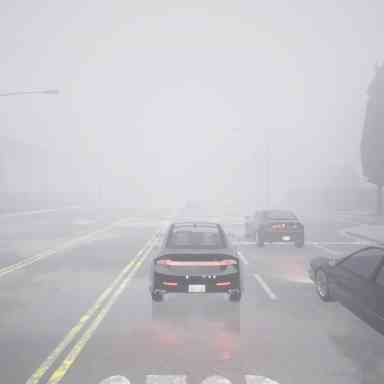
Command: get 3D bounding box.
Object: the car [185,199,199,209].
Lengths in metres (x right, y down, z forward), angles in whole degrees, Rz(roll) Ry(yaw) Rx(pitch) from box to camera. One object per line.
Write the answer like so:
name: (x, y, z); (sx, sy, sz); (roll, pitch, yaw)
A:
car: (0.005, 1.601, 44.120); (1.895, 1.301, 4.718); (0, 0, 0)

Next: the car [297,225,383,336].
car: (3.589, 1.547, 5.256); (2.033, 1.411, 5.357); (0, 0, 0)

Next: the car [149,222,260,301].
car: (0.082, 1.492, 8.302); (2.128, 1.511, 4.902); (0, 0, 0)

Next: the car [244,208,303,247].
car: (3.566, 1.505, 15.002); (1.837, 1.490, 4.892); (0, 0, 0)
